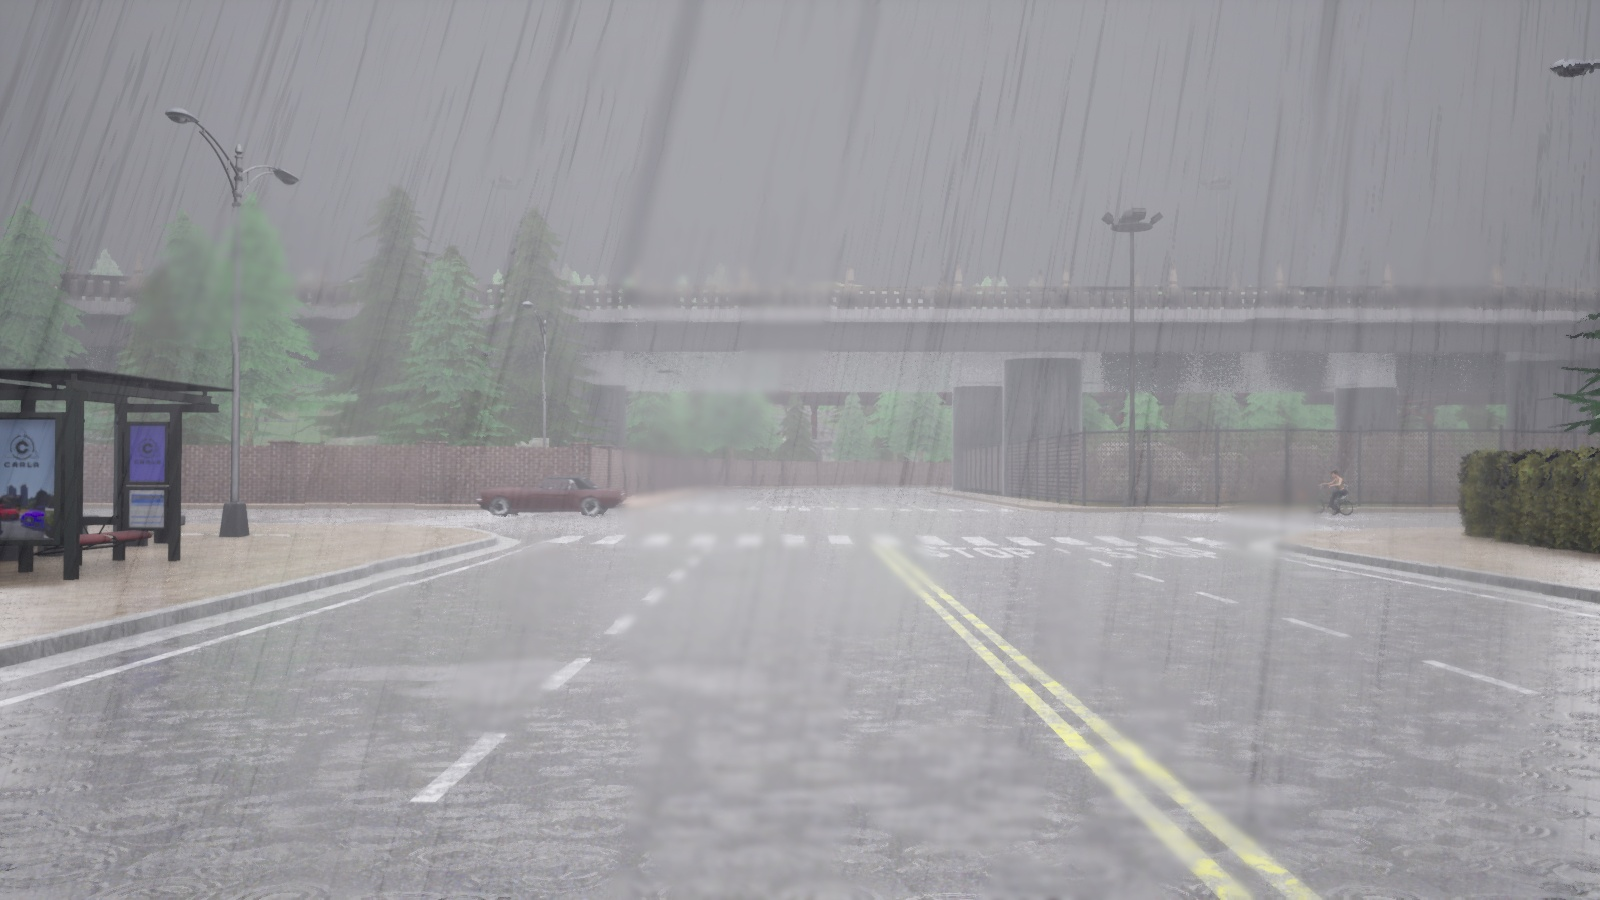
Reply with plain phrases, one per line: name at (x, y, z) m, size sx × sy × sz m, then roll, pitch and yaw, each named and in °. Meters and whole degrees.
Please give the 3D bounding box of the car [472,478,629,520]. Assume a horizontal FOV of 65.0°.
car at (-8.052, 1.576, 40.793) m, size 4.718 × 1.301 × 1.895 m, roll 0°, pitch -1°, yaw 0°

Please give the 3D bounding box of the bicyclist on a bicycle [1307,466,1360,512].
bicyclist on a bicycle at (18.848, 1.364, 44.405) m, size 1.509 × 1.612 × 0.866 m, roll 0°, pitch -1°, yaw 0°
